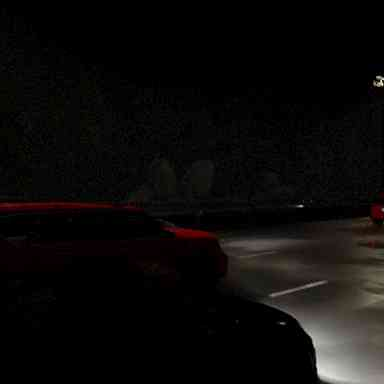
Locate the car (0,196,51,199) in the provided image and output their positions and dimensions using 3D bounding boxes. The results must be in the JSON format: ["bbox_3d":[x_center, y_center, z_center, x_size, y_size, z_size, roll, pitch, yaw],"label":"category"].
[{"bbox_3d":[-10.373,1.230,18.088,5.566,2.045,2.150,0,0,-35],"label":"car"}]

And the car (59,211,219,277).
[{"bbox_3d":[-1.645,1.509,11.170,4.902,1.511,2.128,0,0,-36],"label":"car"}]

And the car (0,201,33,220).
[{"bbox_3d":[-15.728,1.538,27.165,4.674,1.442,1.812,0,0,-35],"label":"car"}]

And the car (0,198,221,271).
[{"bbox_3d":[-1.833,1.230,6.751,5.566,2.045,2.150,0,0,-36],"label":"car"}]

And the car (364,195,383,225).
[{"bbox_3d":[14.333,1.216,22.549,5.566,2.045,2.150,0,0,-35],"label":"car"}]

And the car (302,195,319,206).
[{"bbox_3d":[19.307,1.319,52.103,4.892,1.490,1.837,-1,0,-35],"label":"car"}]

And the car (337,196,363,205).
[{"bbox_3d":[22.498,1.427,45.802,4.718,1.301,1.895,-1,1,-35],"label":"car"}]

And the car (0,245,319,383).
[{"bbox_3d":[-0.658,1.569,3.277,4.181,1.385,1.994,0,0,-35],"label":"car"}]

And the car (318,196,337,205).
[{"bbox_3d":[21.380,1.319,49.289,4.892,1.490,1.837,0,0,-35],"label":"car"}]
